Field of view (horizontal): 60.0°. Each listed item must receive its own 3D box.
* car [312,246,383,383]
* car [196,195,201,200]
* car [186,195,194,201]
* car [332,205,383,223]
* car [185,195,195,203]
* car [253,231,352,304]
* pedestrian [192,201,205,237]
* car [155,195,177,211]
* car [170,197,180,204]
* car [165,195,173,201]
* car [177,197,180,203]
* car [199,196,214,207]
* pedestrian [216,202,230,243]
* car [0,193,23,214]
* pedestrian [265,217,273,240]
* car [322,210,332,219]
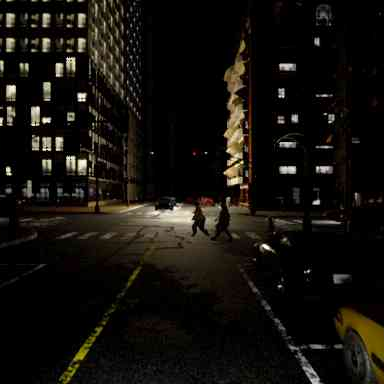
[{"bbox_3d":[2.675,1.525,2.422,1.752,1.417,4.829,0,0,0],"label":"car"},{"bbox_3d":[2.300,1.573,62.874,2.008,1.369,4.403,0,0,0],"label":"car"},{"bbox_3d":[-0.512,1.396,82.541,2.128,1.511,4.902,0,0,0],"label":"car"},{"bbox_3d":[14.458,1.868,27.748,4.181,1.385,1.994,1,0,-1],"label":"car"},{"bbox_3d":[-0.450,1.574,72.539,1.994,1.385,4.181,0,0,0],"label":"car"},{"bbox_3d":[2.640,1.566,7.935,1.947,1.339,4.313,0,0,0],"label":"car"},{"bbox_3d":[0.330,1.295,15.979,0.375,1.860,0.375,0,0,0],"label":"pedestrian"},{"bbox_3d":[-3.350,1.360,40.839,2.097,1.767,4.553,0,0,0],"label":"car"},{"bbox_3d":[-3.429,1.627,67.768,1.895,1.301,4.718,0,0,0],"label":"car"},{"bbox_3d":[-6.255,1.598,91.064,2.008,1.369,4.403,0,0,0],"label":"car"},{"bbox_3d":[-3.415,1.507,52.307,2.128,1.511,4.902,0,0,0],"label":"car"},{"bbox_3d":[2.430,1.595,49.958,1.802,1.307,4.206,0,0,0],"label":"car"},{"bbox_3d":[1.372,1.295,14.786,0.375,1.860,0.375,0,0,0],"label":"pedestrian"},{"bbox_3d":[-17.880,1.029,29.870,5.009,1.841,2.192,1,-1,-1],"label":"car"},{"bbox_3d":[3.648,1.295,15.401,0.375,1.860,0.375,0,0,0],"label":"pedestrian"},{"bbox_3d":[14.453,1.836,30.349,4.829,1.417,1.752,1,-1,-1],"label":"car"}]
